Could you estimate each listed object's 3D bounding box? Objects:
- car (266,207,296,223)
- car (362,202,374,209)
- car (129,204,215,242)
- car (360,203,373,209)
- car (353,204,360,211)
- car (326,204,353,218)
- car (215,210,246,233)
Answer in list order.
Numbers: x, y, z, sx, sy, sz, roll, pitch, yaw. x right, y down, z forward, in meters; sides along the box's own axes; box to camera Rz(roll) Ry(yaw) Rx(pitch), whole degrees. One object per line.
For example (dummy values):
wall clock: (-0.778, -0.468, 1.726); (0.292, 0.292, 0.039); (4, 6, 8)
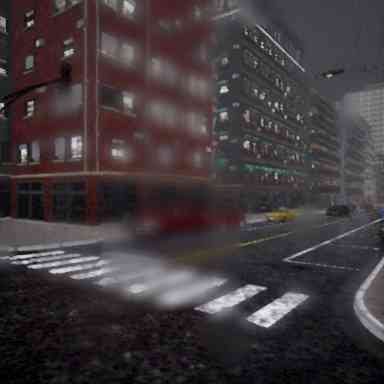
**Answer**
car: (8.643, 2.134, 32.138); (1.752, 1.417, 4.829); (-1, -2, 35)
car: (41.692, 3.190, 78.730); (1.887, 1.381, 4.507); (-1, -2, 35)
car: (-1.144, 1.617, 18.345); (2.192, 1.841, 5.009); (-1, -2, 35)
car: (38.398, 3.087, 74.084); (1.887, 1.381, 4.507); (-1, -2, 35)
car: (28.512, 2.776, 60.148); (1.887, 1.381, 4.507); (-1, -2, 35)
car: (17.767, 2.308, 40.418); (1.882, 1.535, 5.008); (0, -1, 36)
car: (2.151, 1.950, 22.984); (1.887, 1.381, 4.507); (-1, -2, 35)
